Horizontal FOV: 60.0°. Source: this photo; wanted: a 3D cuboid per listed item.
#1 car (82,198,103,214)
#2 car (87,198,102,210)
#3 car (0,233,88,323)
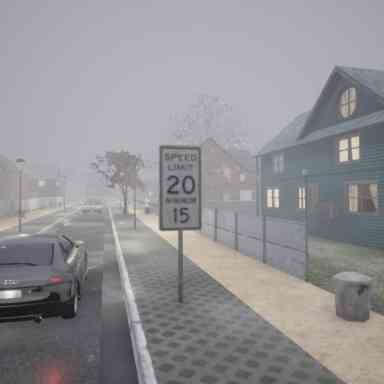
[{"bbox_3d":[-10.955,1.682,36.675,1.895,1.301,4.718,0,0,-14],"label":"car"},{"bbox_3d":[-13.477,1.616,46.221,1.837,1.490,4.892,0,0,-14],"label":"car"},{"bbox_3d":[-3.357,1.576,7.155,1.994,1.385,4.181,0,0,-15],"label":"car"}]
